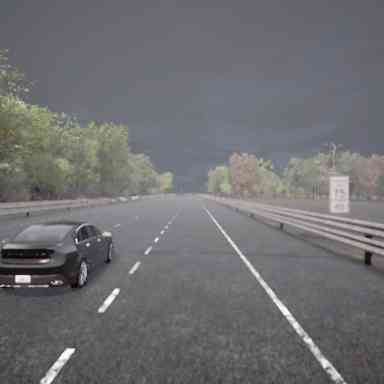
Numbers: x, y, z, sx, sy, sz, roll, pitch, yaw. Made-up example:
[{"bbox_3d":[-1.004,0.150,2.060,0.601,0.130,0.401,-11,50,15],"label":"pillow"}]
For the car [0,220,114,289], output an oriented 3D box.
[{"bbox_3d":[-3.484,1.544,9.227,1.837,1.490,4.892,0,0,-1],"label":"car"}]
